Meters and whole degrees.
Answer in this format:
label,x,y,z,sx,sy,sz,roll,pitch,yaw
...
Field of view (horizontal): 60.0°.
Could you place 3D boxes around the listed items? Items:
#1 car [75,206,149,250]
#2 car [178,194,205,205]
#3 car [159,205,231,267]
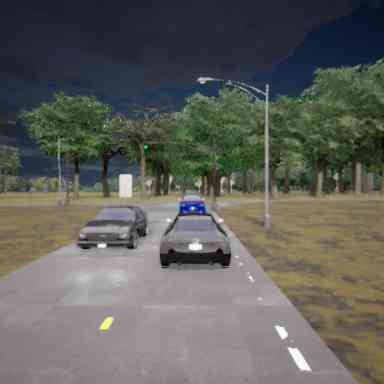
label,x,y,z,sx,sy,sz,roll,pitch,yaw
car,-2.836,1.257,13.146,2.033,1.411,5.357,0,1,0
car,-0.049,0.924,25.613,1.882,1.535,5.008,0,1,-2
car,0.085,1.330,10.498,1.994,1.385,4.181,0,1,0
